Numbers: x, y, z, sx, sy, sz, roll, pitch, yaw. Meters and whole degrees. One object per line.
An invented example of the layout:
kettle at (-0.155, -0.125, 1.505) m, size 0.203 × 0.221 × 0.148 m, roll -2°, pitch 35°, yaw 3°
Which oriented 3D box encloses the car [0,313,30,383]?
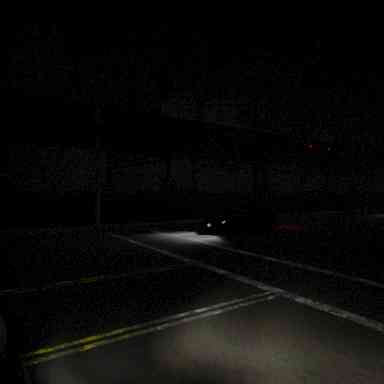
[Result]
car at (-3.640, 1.222, 1.180) m, size 5.566 × 2.045 × 2.150 m, roll 0°, pitch 0°, yaw -35°

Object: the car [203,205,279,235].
car at (2.864, 1.504, 18.935) m, size 4.892 × 1.490 × 1.837 m, roll 0°, pitch 0°, yaw -36°
